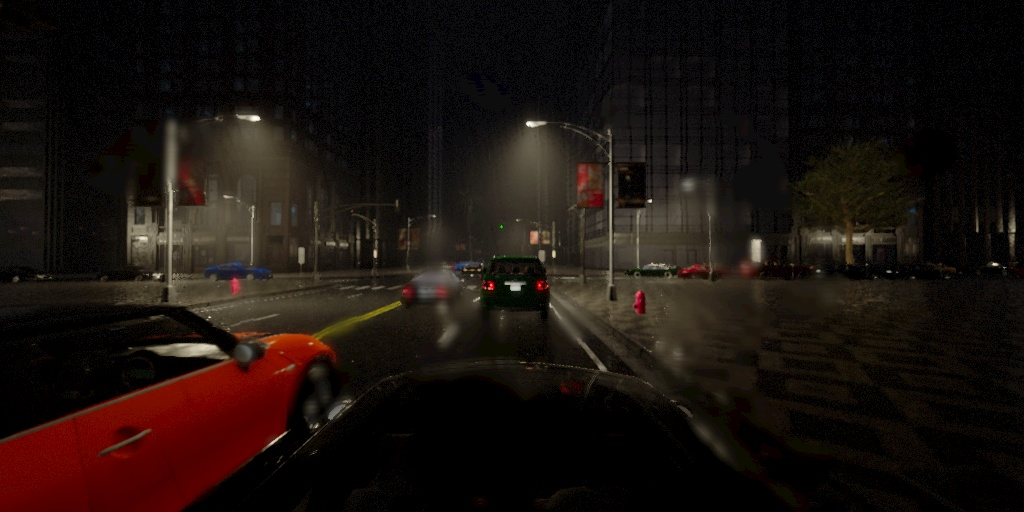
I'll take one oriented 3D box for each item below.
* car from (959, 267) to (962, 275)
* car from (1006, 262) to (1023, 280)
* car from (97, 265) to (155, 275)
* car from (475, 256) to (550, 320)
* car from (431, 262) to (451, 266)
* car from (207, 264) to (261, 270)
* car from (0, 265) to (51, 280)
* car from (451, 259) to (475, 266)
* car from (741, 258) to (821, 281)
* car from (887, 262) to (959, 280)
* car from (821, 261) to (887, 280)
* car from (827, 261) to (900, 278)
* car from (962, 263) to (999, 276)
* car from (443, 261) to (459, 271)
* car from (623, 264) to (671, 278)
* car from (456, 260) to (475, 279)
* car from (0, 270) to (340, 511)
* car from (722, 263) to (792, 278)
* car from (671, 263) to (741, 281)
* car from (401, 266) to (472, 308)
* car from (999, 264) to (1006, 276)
[{"bbox_3d":[43.211,1.333,37.413,4.829,1.417,1.751,0,0,-1],"label":"car"},{"bbox_3d":[43.507,1.243,28.892,4.507,1.381,1.888,0,0,-1],"label":"car"},{"bbox_3d":[-32.389,1.524,30.496,4.674,1.442,1.812,0,-1,0],"label":"car"},{"bbox_3d":[0.102,1.008,12.911,2.150,2.045,5.566,0,0,0],"label":"car"},{"bbox_3d":[-9.835,1.530,48.937,1.837,1.490,4.892,0,0,1],"label":"car"},{"bbox_3d":[-23.094,1.434,30.489,5.008,1.535,1.882,0,-1,0],"label":"car"},{"bbox_3d":[-42.412,1.548,30.510,4.892,1.490,1.837,0,-1,0],"label":"car"},{"bbox_3d":[-6.586,1.504,48.961,1.882,1.535,5.008,0,0,0],"label":"car"},{"bbox_3d":[20.956,1.068,28.543,5.009,1.841,2.192,0,0,-1],"label":"car"},{"bbox_3d":[32.231,1.288,28.717,4.313,1.339,1.948,0,0,-1],"label":"car"},{"bbox_3d":[26.593,1.303,28.630,4.313,1.339,1.948,0,0,-1],"label":"car"},{"bbox_3d":[33.704,1.285,34.504,4.902,1.511,2.128,0,-1,-1],"label":"car"},{"bbox_3d":[49.020,1.363,37.503,4.313,1.339,1.948,0,0,-1],"label":"car"},{"bbox_3d":[-9.813,1.627,58.262,1.812,1.442,4.674,0,0,0],"label":"car"},{"bbox_3d":[13.152,1.455,34.198,4.718,1.301,1.895,0,-1,-1],"label":"car"},{"bbox_3d":[-3.155,1.361,30.733,2.128,1.511,4.902,0,-1,0],"label":"car"},{"bbox_3d":[-3.151,1.105,2.548,2.097,1.767,4.553,0,0,0],"label":"car"},{"bbox_3d":[23.402,1.368,34.361,5.357,1.411,2.033,0,-1,-1],"label":"car"},{"bbox_3d":[15.318,1.354,28.455,4.207,1.307,1.802,0,0,-1],"label":"car"},{"bbox_3d":[-3.146,1.343,15.295,2.033,1.411,5.357,0,0,0],"label":"car"},{"bbox_3d":[46.730,1.230,31.518,4.892,1.490,1.837,0,-1,-1],"label":"car"}]
